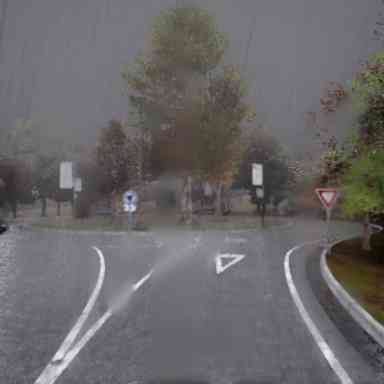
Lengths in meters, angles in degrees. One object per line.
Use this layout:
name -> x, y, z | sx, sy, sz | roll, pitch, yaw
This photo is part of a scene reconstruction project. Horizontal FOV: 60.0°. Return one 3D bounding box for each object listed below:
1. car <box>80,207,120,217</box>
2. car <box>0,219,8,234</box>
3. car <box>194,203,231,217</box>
car -> -13.282, 2.845, 48.193 | 5.357, 1.411, 2.033 | 0, -1, -35
car -> -14.549, 2.143, 22.935 | 5.357, 1.411, 2.033 | -2, -3, 42
car -> 3.124, 2.641, 50.492 | 5.566, 2.045, 2.150 | 0, -2, 22
